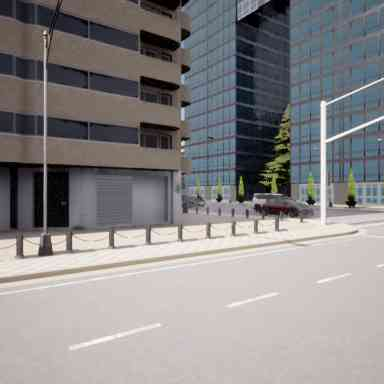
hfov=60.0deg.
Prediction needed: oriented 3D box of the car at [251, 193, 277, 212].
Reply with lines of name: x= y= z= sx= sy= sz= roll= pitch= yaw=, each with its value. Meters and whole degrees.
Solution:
car: x=8.635 y=1.166 z=34.637 sx=2.150 sy=2.045 sz=5.566 roll=0 pitch=0 yaw=-36

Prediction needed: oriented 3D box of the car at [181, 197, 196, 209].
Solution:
car: x=-1.921 y=1.470 z=43.510 sx=1.812 sy=1.442 sz=4.674 roll=0 pitch=0 yaw=-35

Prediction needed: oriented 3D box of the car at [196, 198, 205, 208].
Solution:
car: x=-0.053 y=1.435 z=46.945 sx=2.128 sy=1.511 sz=4.902 roll=0 pitch=0 yaw=-35

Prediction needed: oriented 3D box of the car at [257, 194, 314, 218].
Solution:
car: x=8.334 y=1.298 z=29.070 sx=2.097 sy=1.767 sz=4.553 roll=0 pitch=0 yaw=-35
